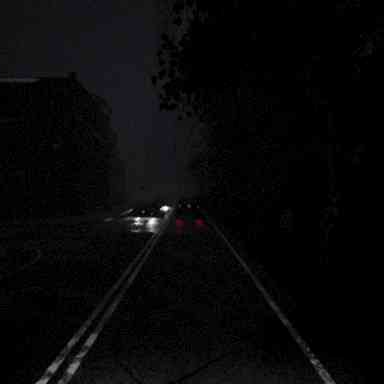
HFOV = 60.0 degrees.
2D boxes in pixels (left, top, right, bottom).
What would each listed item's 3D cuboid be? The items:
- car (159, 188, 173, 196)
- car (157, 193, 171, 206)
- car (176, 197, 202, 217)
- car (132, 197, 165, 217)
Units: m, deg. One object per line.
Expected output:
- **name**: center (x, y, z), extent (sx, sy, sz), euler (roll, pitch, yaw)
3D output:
- **car**: center (-4.776, 0.190, 61.227), extent (2.150, 2.045, 5.566), euler (0, 1, -2)
- **car**: center (-4.226, 1.243, 45.583), extent (1.895, 1.301, 4.718), euler (0, 1, -2)
- **car**: center (-0.296, 1.191, 29.357), extent (2.097, 1.767, 4.553), euler (0, 0, -1)
- **car**: center (-3.869, 1.406, 28.925), extent (1.994, 1.385, 4.181), euler (0, 0, 2)
